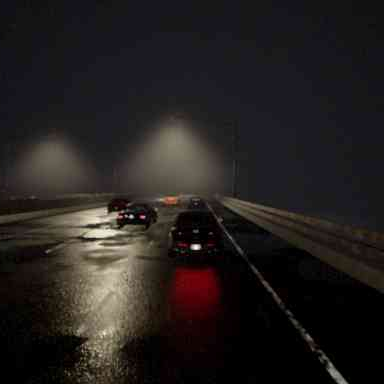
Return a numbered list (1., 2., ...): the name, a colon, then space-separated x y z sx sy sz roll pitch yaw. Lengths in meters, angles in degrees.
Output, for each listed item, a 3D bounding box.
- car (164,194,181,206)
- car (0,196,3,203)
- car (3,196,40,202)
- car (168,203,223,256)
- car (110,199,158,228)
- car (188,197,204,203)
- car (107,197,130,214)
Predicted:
1. car: -2.787 1.047 47.673 2.097 1.767 4.553 0 0 1
2. car: -24.058 1.173 41.266 1.994 1.385 4.181 0 0 1
3. car: -20.559 1.235 41.187 2.128 1.511 4.902 0 0 1
4. car: 0.137 1.417 12.693 1.837 1.490 4.892 0 1 0
5. car: -3.304 1.400 20.769 2.033 1.411 5.357 0 0 1
6. car: 0.520 1.309 39.802 1.994 1.385 4.181 0 0 1
7. car: -6.641 1.259 31.825 1.882 1.535 5.008 0 0 1
